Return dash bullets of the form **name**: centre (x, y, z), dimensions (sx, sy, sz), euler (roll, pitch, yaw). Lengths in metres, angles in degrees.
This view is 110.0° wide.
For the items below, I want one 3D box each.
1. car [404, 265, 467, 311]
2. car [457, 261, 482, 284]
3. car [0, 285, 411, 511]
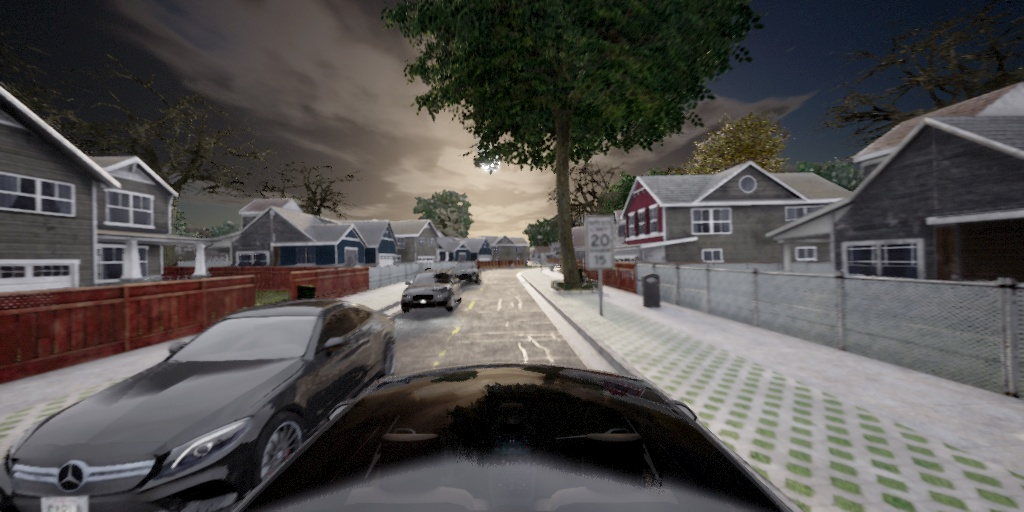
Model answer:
- **car**: centre (-3.170, 1.342, 14.916), dimensions (1.837, 1.490, 4.892), euler (-1, 0, -2)
- **car**: centre (-3.517, 1.214, 27.933), dimensions (2.097, 1.767, 4.553), euler (-1, 0, -1)
- **car**: centre (-2.892, 1.350, 4.617), dimensions (1.812, 1.442, 4.674), euler (-1, 0, -1)
